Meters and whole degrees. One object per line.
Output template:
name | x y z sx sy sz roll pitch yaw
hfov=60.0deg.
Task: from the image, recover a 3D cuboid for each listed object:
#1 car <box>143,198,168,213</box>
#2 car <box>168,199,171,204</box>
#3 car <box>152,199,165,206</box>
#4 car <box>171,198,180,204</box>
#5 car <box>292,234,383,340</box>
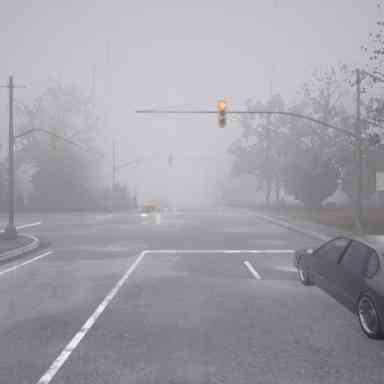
car | -4.306 1.507 37.913 1.882 1.535 5.008 0 0 4
car | -4.780 1.749 52.324 2.033 1.411 5.357 0 -1 -7
car | -6.440 1.996 63.979 2.033 1.411 5.357 0 -1 -10
car | -4.535 2.189 83.014 2.097 1.767 4.553 0 -1 -22
car | 3.592 1.547 6.458 2.033 1.411 5.357 0 0 0
